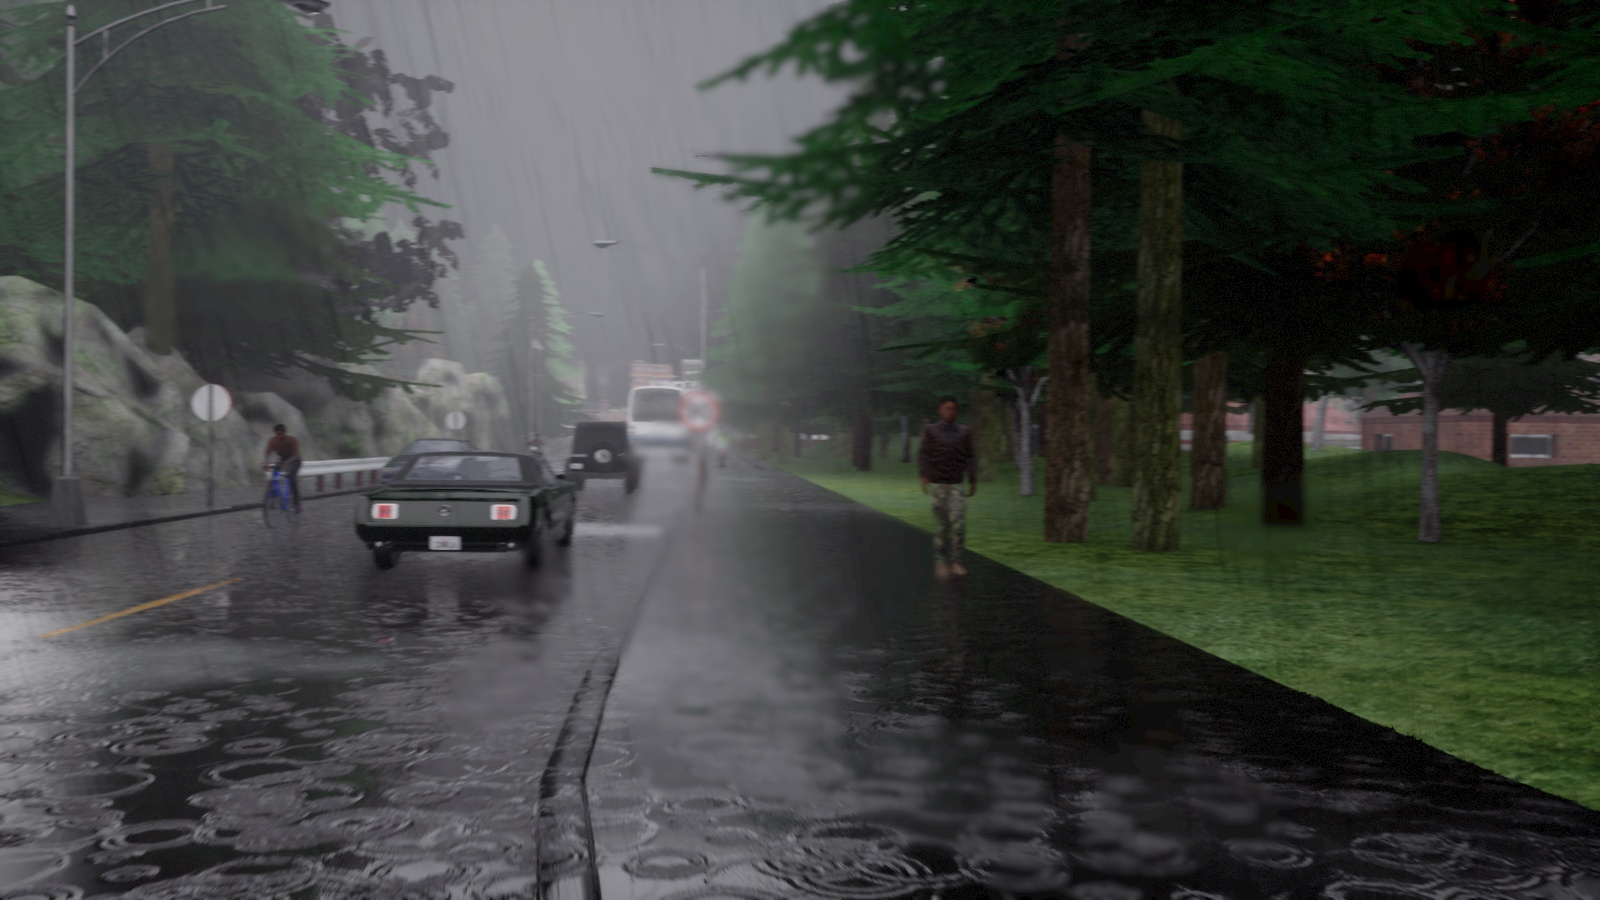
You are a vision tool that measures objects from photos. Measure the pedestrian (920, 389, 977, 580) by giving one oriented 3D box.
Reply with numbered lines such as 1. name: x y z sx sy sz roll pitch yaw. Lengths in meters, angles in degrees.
1. pedestrian: 1.467 0.327 12.450 0.431 1.840 0.703 0 0 -4

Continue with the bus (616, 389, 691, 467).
1. bus: -8.488 -1.236 73.912 3.944 4.253 10.273 0 1 -4

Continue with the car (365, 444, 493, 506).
1. car: -9.189 0.558 31.579 2.033 1.411 5.357 0 0 -5

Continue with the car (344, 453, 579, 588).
1. car: -3.862 0.723 15.179 1.895 1.301 4.718 0 0 -4

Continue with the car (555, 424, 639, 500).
1. car: -5.321 0.271 33.361 1.905 1.878 3.866 0 1 -5

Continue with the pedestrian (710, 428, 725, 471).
1. pedestrian: -3.808 -0.036 57.862 0.659 1.952 0.873 0 0 -7

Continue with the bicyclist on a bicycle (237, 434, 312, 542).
1. bicyclist on a bicycle: -8.235 0.560 19.742 0.582 1.620 1.656 0 1 -5
